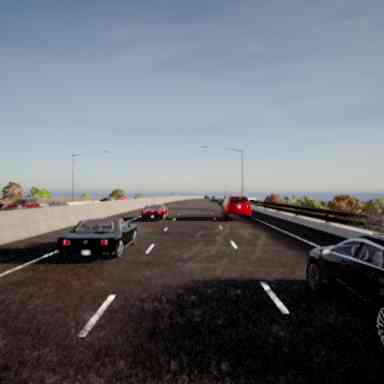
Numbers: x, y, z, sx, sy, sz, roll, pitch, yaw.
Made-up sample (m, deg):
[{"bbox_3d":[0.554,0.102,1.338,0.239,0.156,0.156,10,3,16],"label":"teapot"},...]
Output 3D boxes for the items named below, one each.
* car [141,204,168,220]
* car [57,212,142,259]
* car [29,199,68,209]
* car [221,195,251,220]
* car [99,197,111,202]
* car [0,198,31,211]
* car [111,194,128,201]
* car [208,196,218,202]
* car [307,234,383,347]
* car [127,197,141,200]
[{"bbox_3d":[-3.135,1.685,28.873,1.895,1.301,4.718,0,0,1],"label":"car"},{"bbox_3d":[-3.339,1.637,12.765,1.895,1.301,4.718,0,0,0],"label":"car"},{"bbox_3d":[-13.750,1.645,33.343,2.033,1.411,5.357,0,0,1],"label":"car"},{"bbox_3d":[3.880,1.310,29.629,2.150,2.045,5.566,0,0,1],"label":"car"},{"bbox_3d":[-19.348,1.852,74.807,1.994,1.385,4.181,0,0,2],"label":"car"},{"bbox_3d":[-17.233,1.451,33.737,2.097,1.767,4.553,0,0,1],"label":"car"},{"bbox_3d":[-15.835,1.523,75.037,2.150,2.045,5.566,0,0,2],"label":"car"},{"bbox_3d":[5.676,1.995,85.430,1.895,1.301,4.718,0,0,3],"label":"car"},{"bbox_3d":[3.622,1.510,5.975,2.128,1.511,4.902,0,0,0],"label":"car"},{"bbox_3d":[-12.355,1.840,74.490,2.033,1.411,5.357,0,0,2],"label":"car"}]
